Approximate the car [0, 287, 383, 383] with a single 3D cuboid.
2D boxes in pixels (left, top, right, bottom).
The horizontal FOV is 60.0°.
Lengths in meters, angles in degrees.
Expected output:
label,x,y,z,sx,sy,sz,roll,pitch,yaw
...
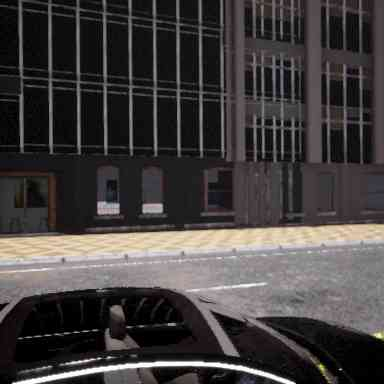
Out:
label,x,y,z,sx,sy,sz,roll,pitch,yaw
car,-0.273,1.503,2.248,4.892,1.490,1.837,0,0,-17
